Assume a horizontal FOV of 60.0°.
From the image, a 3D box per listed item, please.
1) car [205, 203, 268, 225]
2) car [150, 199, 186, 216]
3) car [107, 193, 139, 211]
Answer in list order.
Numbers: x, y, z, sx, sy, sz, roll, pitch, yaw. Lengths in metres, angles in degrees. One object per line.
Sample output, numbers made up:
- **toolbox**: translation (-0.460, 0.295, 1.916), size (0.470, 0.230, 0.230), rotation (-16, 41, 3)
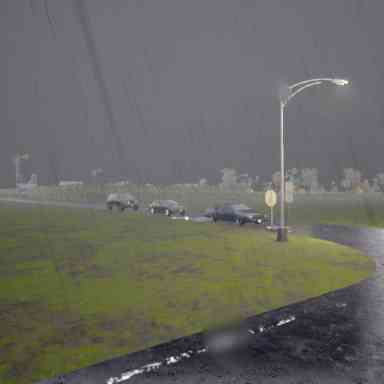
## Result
- **car**: translation (3.036, 1.536, 24.244), size (2.033, 1.411, 5.357), rotation (0, 0, -33)
- **car**: translation (-2.415, 1.489, 32.463), size (1.837, 1.490, 4.892), rotation (0, 0, -35)
- **car**: translation (-8.640, 1.202, 41.142), size (2.150, 2.045, 5.566), rotation (0, 0, -37)
